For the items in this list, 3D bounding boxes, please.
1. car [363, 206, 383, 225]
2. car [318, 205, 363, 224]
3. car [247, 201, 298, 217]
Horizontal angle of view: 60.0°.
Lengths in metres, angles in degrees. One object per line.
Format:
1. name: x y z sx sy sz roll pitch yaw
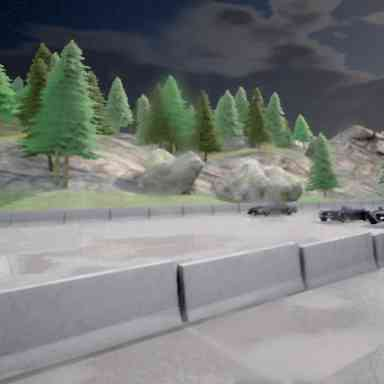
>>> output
1. car: 13.617 1.448 22.144 4.181 1.385 1.994 0 0 -35
2. car: 11.565 1.643 24.980 4.718 1.301 1.895 0 0 -35
3. car: 7.532 1.562 30.701 5.357 1.411 2.033 0 0 -35
